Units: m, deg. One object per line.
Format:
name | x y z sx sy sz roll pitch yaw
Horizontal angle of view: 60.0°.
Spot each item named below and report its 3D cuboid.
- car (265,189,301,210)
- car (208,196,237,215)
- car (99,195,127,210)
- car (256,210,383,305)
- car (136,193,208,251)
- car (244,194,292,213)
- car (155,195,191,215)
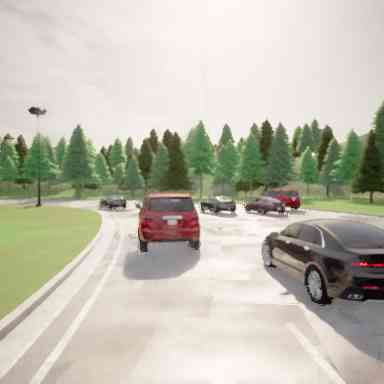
car | 8.411 0.749 32.977 2.150 2.045 5.566 0 0 -20
car | 2.203 1.115 29.226 2.128 1.511 4.902 -1 1 -19
car | -8.722 1.117 36.409 2.128 1.511 4.902 -1 1 -32
car | 3.124 1.380 7.859 1.837 1.490 4.892 0 0 -6
car | -1.078 1.062 13.531 2.150 2.045 5.566 0 0 -9
car | 6.154 1.129 28.390 1.812 1.442 4.674 0 0 -18
car | -1.836 1.122 30.289 1.882 1.535 5.008 0 0 -20
